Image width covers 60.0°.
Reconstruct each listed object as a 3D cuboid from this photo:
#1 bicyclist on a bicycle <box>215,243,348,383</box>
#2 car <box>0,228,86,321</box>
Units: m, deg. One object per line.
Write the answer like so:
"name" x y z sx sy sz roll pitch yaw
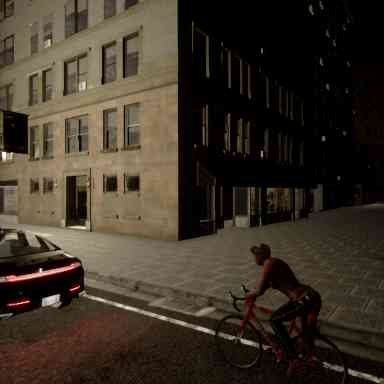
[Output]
"bicyclist on a bicycle" 0.973 1.453 3.969 1.656 1.620 0.582 0 0 36
"car" -4.184 1.492 6.666 4.902 1.511 2.128 0 0 36
